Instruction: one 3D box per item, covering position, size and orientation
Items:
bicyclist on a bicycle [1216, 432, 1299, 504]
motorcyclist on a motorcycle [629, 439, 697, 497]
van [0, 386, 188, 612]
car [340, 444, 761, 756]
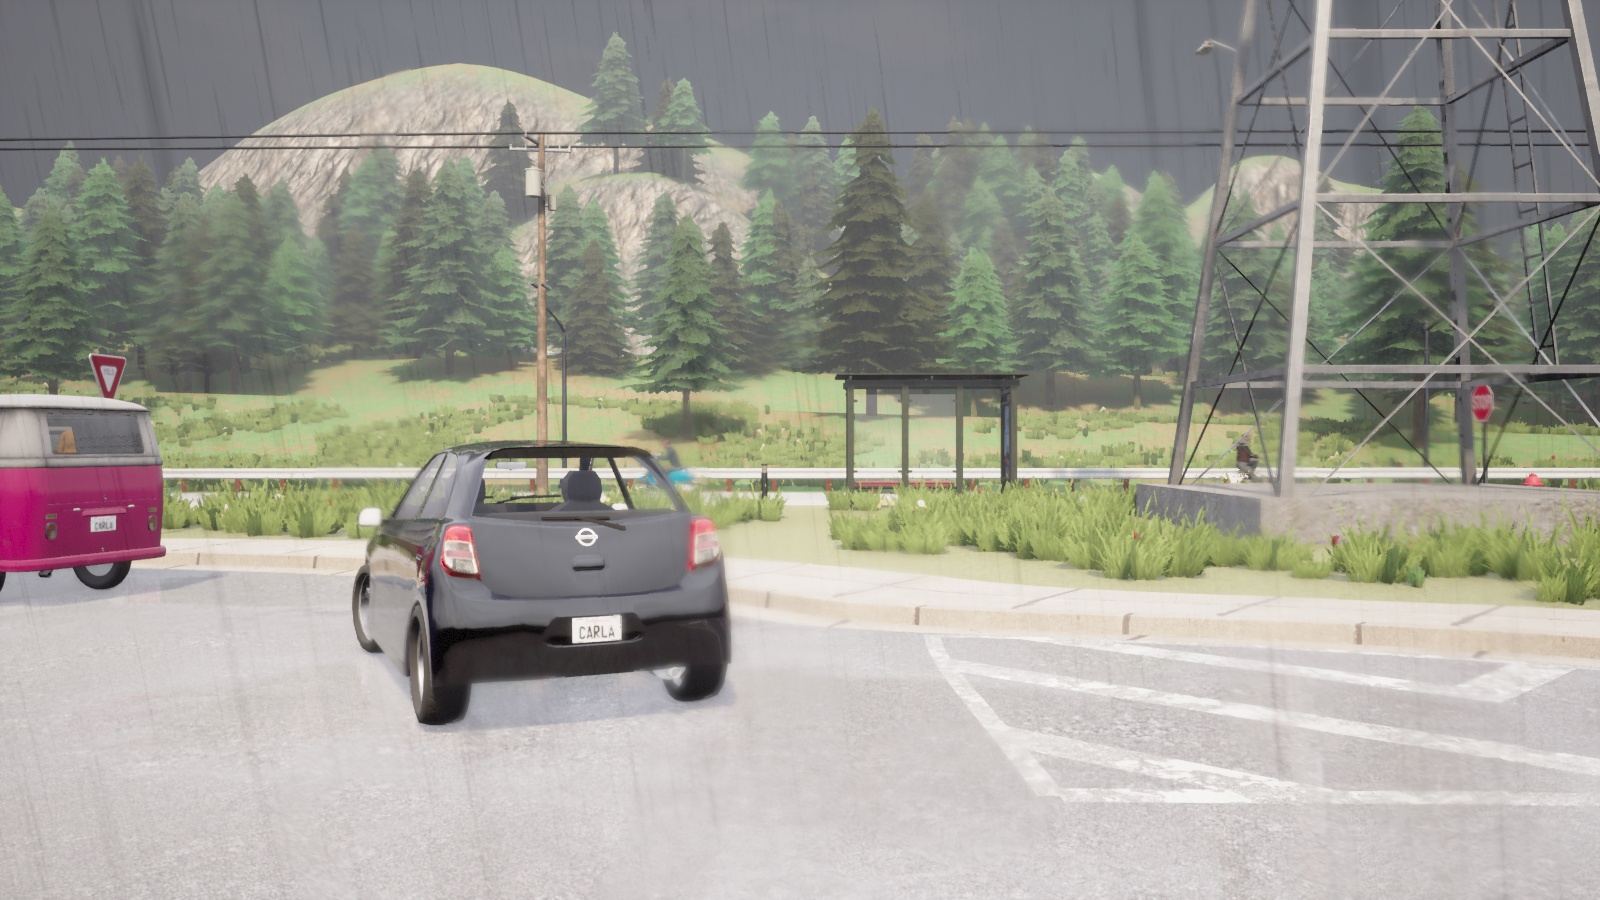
[{"bbox_3d":[11.520,0.448,31.658,1.843,1.776,0.659,0,0,1],"label":"bicyclist on a bicycle"},{"bbox_3d":[-3.852,0.497,35.400,1.817,1.590,0.866,0,0,1],"label":"motorcyclist on a motorcycle"},{"bbox_3d":[-8.610,0.422,12.534,4.442,1.987,1.775,0,0,16],"label":"van"},{"bbox_3d":[-1.817,0.713,8.088,1.845,1.501,3.633,0,0,-25],"label":"car"}]
